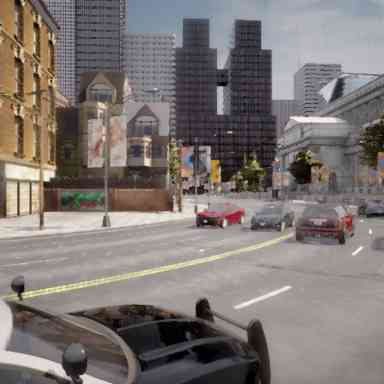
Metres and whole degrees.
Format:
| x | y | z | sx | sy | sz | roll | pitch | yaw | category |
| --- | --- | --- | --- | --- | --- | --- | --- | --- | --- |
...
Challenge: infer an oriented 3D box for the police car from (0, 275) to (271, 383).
| x | y | z | sx | sy | sz | roll | pitch | yaw | category |
| --- | --- | --- | --- | --- | --- | --- | --- | --- | --- |
| -1.570 | 1.422 | 2.160 | 5.238 | 1.638 | 1.930 | 0 | 0 | -36 | police car |

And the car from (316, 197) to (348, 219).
| x | y | z | sx | sy | sz | roll | pitch | yaw | category |
| --- | --- | --- | --- | --- | --- | --- | --- | --- | --- |
| 12.692 | 1.351 | 30.416 | 2.097 | 1.767 | 4.553 | 0 | 0 | 14 | car |

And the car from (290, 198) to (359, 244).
| x | y | z | sx | sy | sz | roll | pitch | yaw | category |
| --- | --- | --- | --- | --- | --- | --- | --- | --- | --- |
| 6.585 | 1.358 | 16.194 | 2.097 | 1.767 | 4.553 | 0 | 0 | 32 | car |

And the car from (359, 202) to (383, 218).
| x | y | z | sx | sy | sz | roll | pitch | yaw | category |
| --- | --- | --- | --- | --- | --- | --- | --- | --- | --- |
| 16.090 | 1.560 | 29.576 | 1.994 | 1.385 | 4.181 | 0 | 0 | 14 | car |

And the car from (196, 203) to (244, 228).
| x | y | z | sx | sy | sz | roll | pitch | yaw | category |
| --- | --- | --- | --- | --- | --- | --- | --- | --- | --- |
| 2.000 | 1.496 | 22.215 | 1.882 | 1.535 | 5.008 | 0 | 0 | 29 | car |

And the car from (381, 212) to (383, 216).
| x | y | z | sx | sy | sz | roll | pitch | yaw | category |
| --- | --- | --- | --- | --- | --- | --- | --- | --- | --- |
| 9.568 | 1.559 | 14.363 | 2.033 | 1.411 | 5.357 | 0 | 0 | 32 | car |

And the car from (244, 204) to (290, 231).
| x | y | z | sx | sy | sz | roll | pitch | yaw | category |
| --- | --- | --- | --- | --- | --- | --- | --- | --- | --- |
| 5.074 | 1.548 | 20.543 | 1.837 | 1.490 | 4.892 | 0 | 0 | 29 | car |
